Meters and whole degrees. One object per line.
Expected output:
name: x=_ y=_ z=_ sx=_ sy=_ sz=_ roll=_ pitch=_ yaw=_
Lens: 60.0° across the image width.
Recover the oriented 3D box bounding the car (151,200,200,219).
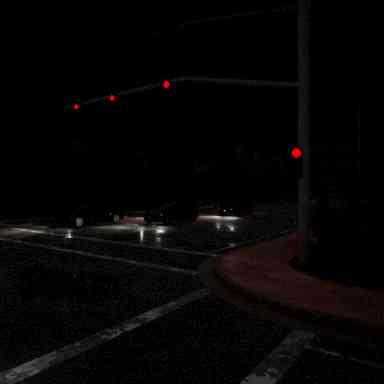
car: x=-1.420 y=1.505 z=30.677 sx=1.837 sy=1.490 sz=4.892 roll=0 pitch=0 yaw=36

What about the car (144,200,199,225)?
car: x=-1.435 y=1.478 z=24.653 sx=1.882 sy=1.535 sz=5.008 roll=0 pitch=0 yaw=36

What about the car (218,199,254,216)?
car: x=4.424 y=1.505 z=32.792 sx=1.837 sy=1.490 sz=4.892 roll=0 pitch=0 yaw=36

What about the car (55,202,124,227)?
car: x=-6.951 y=1.478 z=22.961 sx=1.882 sy=1.535 sz=5.008 roll=0 pitch=0 yaw=36
